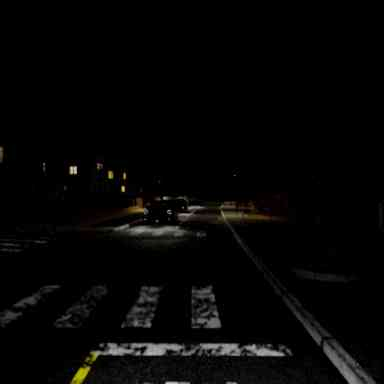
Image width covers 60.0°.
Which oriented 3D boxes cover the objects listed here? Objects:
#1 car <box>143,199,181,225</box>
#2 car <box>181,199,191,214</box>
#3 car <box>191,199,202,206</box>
[{"bbox_3d":[-2.218,1.364,24.301,2.097,1.767,4.553,0,0,3],"label":"car"},{"bbox_3d":[-1.465,1.558,36.710,1.837,1.490,4.892,0,0,4],"label":"car"},{"bbox_3d":[0.578,1.788,57.760,1.895,1.301,4.718,0,0,7],"label":"car"}]
